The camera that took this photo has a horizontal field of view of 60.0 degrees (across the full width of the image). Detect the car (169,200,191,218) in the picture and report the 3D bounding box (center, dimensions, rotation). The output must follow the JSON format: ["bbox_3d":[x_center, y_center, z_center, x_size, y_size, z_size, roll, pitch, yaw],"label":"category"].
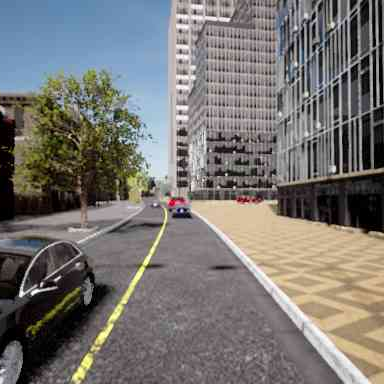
[{"bbox_3d":[-1.088,1.775,32.723,2.033,1.411,5.357,0,0,-4],"label":"car"}]

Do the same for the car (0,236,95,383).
[{"bbox_3d":[-2.920,1.541,5.133,1.837,1.490,4.892,0,0,-1],"label":"car"}]

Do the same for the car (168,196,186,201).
[{"bbox_3d":[-1.945,1.523,43.444,2.150,2.045,5.566,0,0,-5],"label":"car"}]

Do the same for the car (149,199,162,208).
[{"bbox_3d":[-5.953,1.862,54.312,2.128,1.511,4.902,0,-1,-6],"label":"car"}]

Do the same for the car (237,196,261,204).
[{"bbox_3d":[11.692,1.669,68.284,5.009,1.841,2.192,0,-1,13],"label":"car"}]
